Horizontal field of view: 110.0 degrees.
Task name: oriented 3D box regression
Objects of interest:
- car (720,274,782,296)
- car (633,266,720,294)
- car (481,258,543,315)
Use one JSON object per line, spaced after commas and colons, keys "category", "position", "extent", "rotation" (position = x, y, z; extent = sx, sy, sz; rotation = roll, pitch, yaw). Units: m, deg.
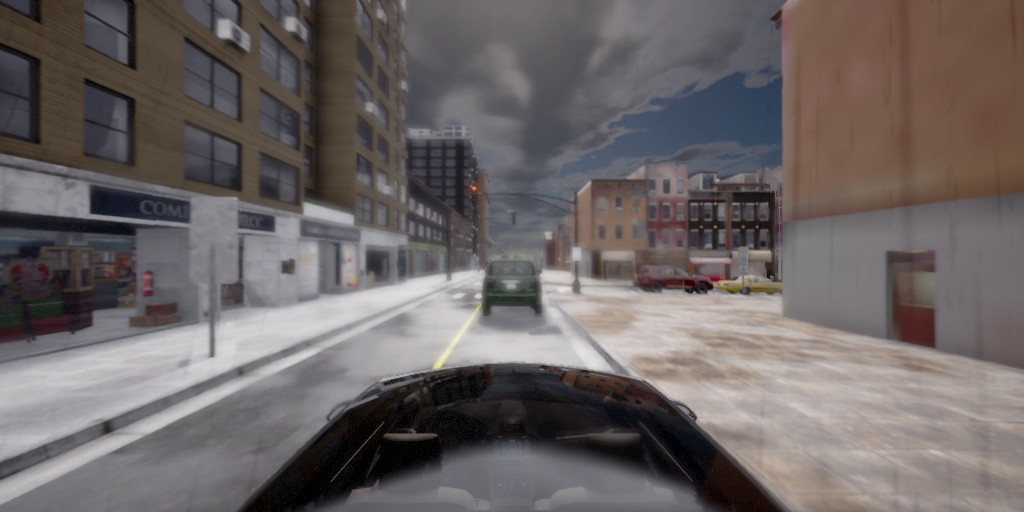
{"category": "car", "position": [16.512, 1.928, 24.292], "extent": [4.829, 1.417, 1.751], "rotation": [0, 0, 0]}
{"category": "car", "position": [10.797, 1.615, 24.304], "extent": [5.009, 1.841, 2.192], "rotation": [0, 0, 0]}
{"category": "car", "position": [0.060, 1.116, 14.420], "extent": [2.150, 2.045, 5.566], "rotation": [0, 0, 2]}
